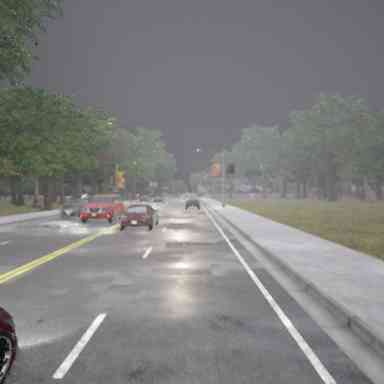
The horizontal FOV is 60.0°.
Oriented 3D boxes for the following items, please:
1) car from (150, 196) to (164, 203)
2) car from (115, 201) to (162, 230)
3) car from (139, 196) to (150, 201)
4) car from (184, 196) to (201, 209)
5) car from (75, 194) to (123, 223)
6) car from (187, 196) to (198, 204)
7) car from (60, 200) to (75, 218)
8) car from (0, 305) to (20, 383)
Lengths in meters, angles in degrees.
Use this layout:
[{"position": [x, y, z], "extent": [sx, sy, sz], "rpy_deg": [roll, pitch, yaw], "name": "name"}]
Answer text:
[{"position": [-6.513, 1.500, 65.392], "extent": [2.033, 1.411, 5.357], "rpy_deg": [0, 0, 0], "name": "car"}, {"position": [-3.151, 1.481, 20.391], "extent": [1.812, 1.442, 4.674], "rpy_deg": [0, 0, 0], "name": "car"}, {"position": [-9.756, 1.467, 69.334], "extent": [2.033, 1.411, 5.357], "rpy_deg": [0, 0, 0], "name": "car"}, {"position": [0.096, 1.436, 44.333], "extent": [1.837, 1.490, 4.892], "rpy_deg": [0, 0, 0], "name": "car"}, {"position": [-6.601, 1.168, 25.121], "extent": [2.150, 2.045, 5.566], "rpy_deg": [0, 0, 0], "name": "car"}, {"position": [0.094, 1.423, 60.590], "extent": [1.882, 1.535, 5.008], "rpy_deg": [0, -1, 0], "name": "car"}, {"position": [-9.848, 1.432, 28.955], "extent": [2.128, 1.511, 4.902], "rpy_deg": [0, 0, 0], "name": "car"}, {"position": [-3.151, 1.558, 2.472], "extent": [1.994, 1.385, 4.181], "rpy_deg": [0, 0, 0], "name": "car"}]
